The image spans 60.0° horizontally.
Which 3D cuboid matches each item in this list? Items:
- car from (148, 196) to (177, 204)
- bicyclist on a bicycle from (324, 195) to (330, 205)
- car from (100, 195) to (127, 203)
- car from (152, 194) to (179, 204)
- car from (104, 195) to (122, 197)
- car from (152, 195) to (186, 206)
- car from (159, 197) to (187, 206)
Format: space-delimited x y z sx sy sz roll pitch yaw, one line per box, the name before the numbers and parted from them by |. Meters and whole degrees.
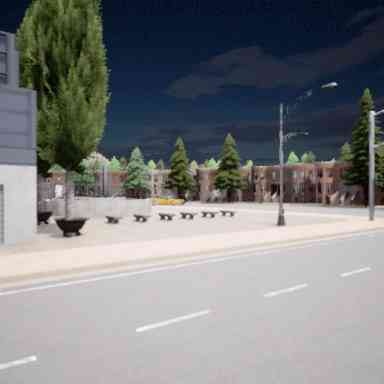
car | -5.301 1.434 59.800 4.892 1.490 1.837 0 0 23
bicyclist on a bicycle | 19.986 1.199 49.233 1.656 1.620 0.582 0 0 -37
car | -15.683 1.432 66.530 4.902 1.511 2.128 0 0 7
car | -5.070 1.280 63.444 4.553 1.767 2.097 0 0 22
car | -15.991 1.493 63.021 5.357 1.411 2.033 0 0 9
car | -3.461 1.416 50.908 5.008 1.535 1.882 0 0 30
car | -3.170 1.496 54.720 4.181 1.385 1.994 0 0 28
